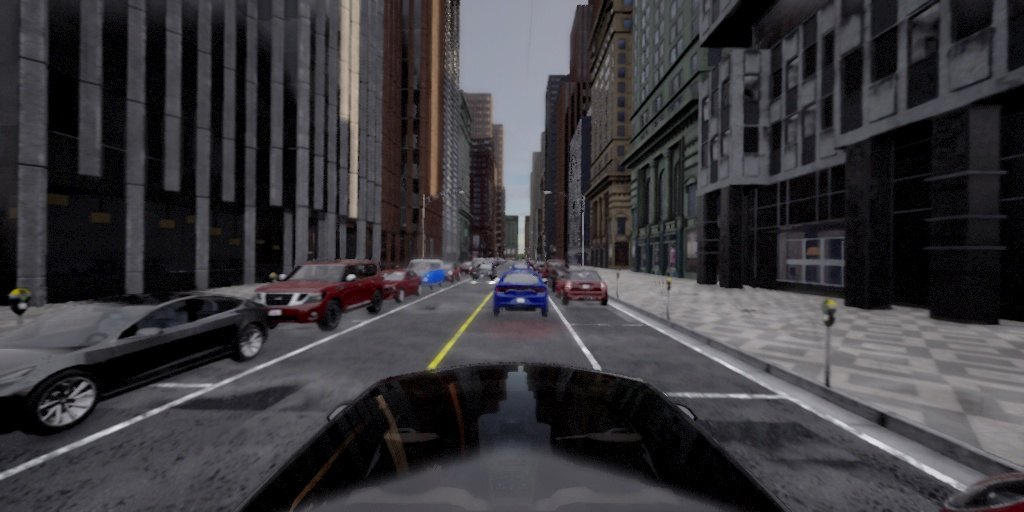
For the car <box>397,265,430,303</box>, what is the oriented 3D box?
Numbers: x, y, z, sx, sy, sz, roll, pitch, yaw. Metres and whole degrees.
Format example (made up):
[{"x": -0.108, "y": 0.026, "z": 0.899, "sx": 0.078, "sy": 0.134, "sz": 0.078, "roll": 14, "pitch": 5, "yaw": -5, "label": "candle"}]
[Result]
[{"x": -5.470, "y": 1.294, "z": 16.720, "sx": 1.888, "sy": 1.381, "sz": 4.507, "roll": 0, "pitch": 0, "yaw": 1, "label": "car"}]

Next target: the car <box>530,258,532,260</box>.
[{"x": 3.855, "y": 1.418, "z": 50.335, "sx": 1.967, "sy": 1.591, "sz": 4.097, "roll": 0, "pitch": 0, "yaw": 1, "label": "car"}]

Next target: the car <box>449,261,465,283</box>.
[{"x": -5.202, "y": 1.234, "z": 27.990, "sx": 1.967, "sy": 1.591, "sz": 4.097, "roll": 0, "pitch": 0, "yaw": 1, "label": "car"}]

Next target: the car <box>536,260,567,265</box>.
[{"x": 3.320, "y": 1.200, "z": 27.797, "sx": 2.192, "sy": 1.841, "sz": 5.009, "roll": 0, "pitch": 0, "yaw": 1, "label": "car"}]

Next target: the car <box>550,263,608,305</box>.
[{"x": 3.053, "y": 1.279, "z": 16.527, "sx": 1.967, "sy": 1.591, "sz": 4.097, "roll": 0, "pitch": 0, "yaw": 1, "label": "car"}]

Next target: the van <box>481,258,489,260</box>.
[{"x": -4.668, "y": 1.228, "z": 50.530, "sx": 1.690, "sy": 1.789, "sz": 3.998, "roll": 0, "pitch": 0, "yaw": 1, "label": "van"}]

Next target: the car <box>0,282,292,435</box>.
[{"x": -5.737, "y": 1.268, "z": 5.450, "sx": 1.948, "sy": 1.339, "sz": 4.313, "roll": 0, "pitch": 0, "yaw": 1, "label": "car"}]

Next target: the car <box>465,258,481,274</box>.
[{"x": -4.935, "y": 1.280, "z": 39.261, "sx": 1.967, "sy": 1.591, "sz": 4.097, "roll": 0, "pitch": 0, "yaw": 1, "label": "car"}]

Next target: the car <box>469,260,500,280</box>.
[{"x": -2.407, "y": 1.365, "z": 31.967, "sx": 1.812, "sy": 1.442, "sz": 4.674, "roll": 1, "pitch": 0, "yaw": 2, "label": "car"}]

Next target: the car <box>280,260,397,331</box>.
[{"x": -5.603, "y": 1.040, "z": 11.084, "sx": 2.192, "sy": 1.841, "sz": 5.009, "roll": 0, "pitch": 0, "yaw": 1, "label": "car"}]

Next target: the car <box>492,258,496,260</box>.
[{"x": -4.400, "y": 1.486, "z": 61.800, "sx": 2.007, "sy": 1.370, "sz": 4.403, "roll": 0, "pitch": 0, "yaw": 1, "label": "car"}]

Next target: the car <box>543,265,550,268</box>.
[{"x": 3.186, "y": 1.428, "z": 22.162, "sx": 1.948, "sy": 1.339, "sz": 4.313, "roll": 0, "pitch": 0, "yaw": 1, "label": "car"}]

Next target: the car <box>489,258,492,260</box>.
[{"x": -4.538, "y": 1.436, "z": 55.995, "sx": 1.751, "sy": 1.417, "sz": 4.829, "roll": 0, "pitch": 0, "yaw": 1, "label": "car"}]

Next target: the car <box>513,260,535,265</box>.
[{"x": 0.748, "y": 1.349, "z": 31.333, "sx": 1.882, "sy": 1.535, "sz": 5.008, "roll": 1, "pitch": 0, "yaw": 1, "label": "car"}]

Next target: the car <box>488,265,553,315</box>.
[{"x": 0.335, "y": 1.278, "z": 13.881, "sx": 1.882, "sy": 1.535, "sz": 5.008, "roll": 1, "pitch": 0, "yaw": 1, "label": "car"}]

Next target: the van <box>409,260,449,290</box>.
[{"x": -5.336, "y": 1.112, "z": 22.355, "sx": 1.690, "sy": 1.789, "sz": 3.998, "roll": 0, "pitch": 0, "yaw": 1, "label": "van"}]
